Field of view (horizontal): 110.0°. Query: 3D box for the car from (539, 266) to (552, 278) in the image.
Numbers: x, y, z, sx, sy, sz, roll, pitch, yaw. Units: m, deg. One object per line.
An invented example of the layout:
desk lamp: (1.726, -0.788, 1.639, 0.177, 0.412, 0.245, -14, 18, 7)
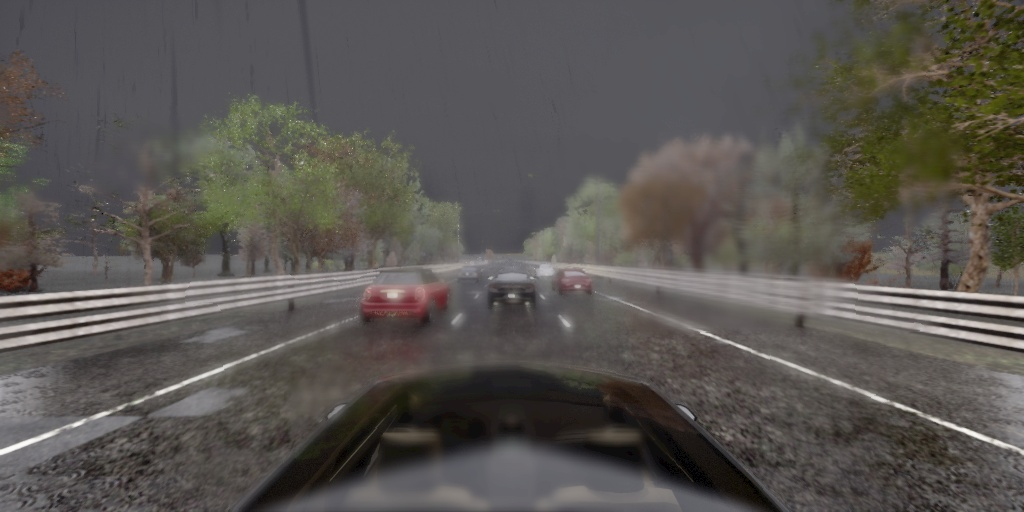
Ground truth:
car: (3.523, 1.718, 36.854, 1.812, 1.442, 4.674, 0, -1, 0)

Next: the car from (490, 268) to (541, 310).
car: (0.061, 1.403, 15.850, 1.882, 1.535, 5.008, 0, -1, 0)

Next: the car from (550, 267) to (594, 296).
car: (3.556, 1.517, 21.141, 1.812, 1.442, 4.674, 0, -1, 0)

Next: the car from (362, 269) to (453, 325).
car: (-3.439, 1.236, 12.626, 2.097, 1.767, 4.553, 0, -1, 0)

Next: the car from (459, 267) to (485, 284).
car: (-3.467, 1.672, 31.547, 2.033, 1.411, 5.357, 0, -1, 0)
